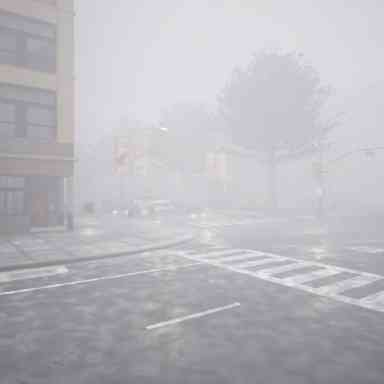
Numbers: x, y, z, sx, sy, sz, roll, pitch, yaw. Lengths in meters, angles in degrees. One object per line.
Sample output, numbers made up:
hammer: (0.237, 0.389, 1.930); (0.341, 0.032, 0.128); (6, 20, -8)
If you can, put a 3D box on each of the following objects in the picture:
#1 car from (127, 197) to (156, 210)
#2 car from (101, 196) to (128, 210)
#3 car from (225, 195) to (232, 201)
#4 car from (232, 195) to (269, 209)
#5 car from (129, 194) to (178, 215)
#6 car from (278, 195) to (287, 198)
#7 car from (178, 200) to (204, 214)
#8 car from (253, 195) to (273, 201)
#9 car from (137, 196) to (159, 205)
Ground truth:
car: (-6.743, 1.505, 44.234); (1.837, 1.490, 4.892); (0, 0, -35)
car: (-9.984, 1.352, 42.755); (2.097, 1.767, 4.553); (0, 0, -35)
car: (8.017, 1.413, 76.664); (2.161, 1.482, 4.786); (0, 0, -36)
car: (8.040, 1.477, 43.604); (1.882, 1.535, 5.008); (0, 0, -35)
car: (-4.152, 1.221, 34.563); (2.150, 2.045, 5.566); (0, 0, -36)
car: (18.479, 1.320, 69.160); (2.002, 1.452, 4.674); (0, 0, -36)
car: (-0.921, 1.547, 36.058); (2.033, 1.411, 5.357); (0, 0, -36)
car: (17.682, 1.463, 83.094); (1.895, 1.301, 4.718); (0, 0, -36)
car: (-8.017, 1.505, 59.865); (1.837, 1.490, 4.892); (0, 0, -36)
